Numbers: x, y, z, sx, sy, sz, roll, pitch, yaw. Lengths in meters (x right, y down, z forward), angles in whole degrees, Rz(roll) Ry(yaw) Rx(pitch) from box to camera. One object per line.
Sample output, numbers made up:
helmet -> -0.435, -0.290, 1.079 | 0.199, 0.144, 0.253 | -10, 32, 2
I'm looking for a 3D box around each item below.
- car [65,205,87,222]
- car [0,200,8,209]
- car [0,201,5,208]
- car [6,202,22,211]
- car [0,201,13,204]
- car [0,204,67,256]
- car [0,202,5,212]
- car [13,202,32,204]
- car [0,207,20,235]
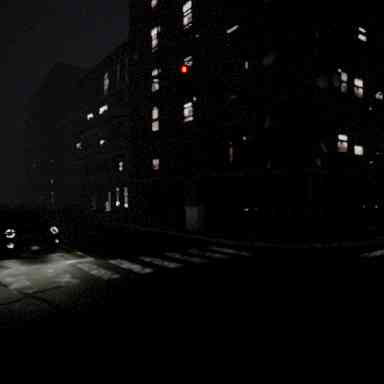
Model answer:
car -> -10.697, 1.808, 29.129 | 1.967, 1.590, 4.097 | -2, 0, -36
car -> -38.906, 2.511, 67.825 | 1.967, 1.590, 4.097 | -2, 0, -36
car -> -42.171, 2.719, 72.334 | 1.947, 1.339, 4.313 | -2, 0, -36
car -> -29.096, 2.408, 54.298 | 1.802, 1.307, 4.206 | -2, 0, -36
car -> -24.930, 2.258, 44.141 | 1.994, 1.385, 4.181 | -1, 0, -35
car -> -7.309, 1.575, 14.456 | 2.097, 1.767, 4.553 | -1, 0, -37
car -> -30.892, 2.321, 52.378 | 1.882, 1.535, 5.008 | -1, 0, -36
car -> -22.560, 2.103, 45.282 | 1.967, 1.590, 4.097 | -2, 0, -36
car -> -12.750, 1.861, 21.904 | 1.837, 1.490, 4.892 | -1, 0, -36
